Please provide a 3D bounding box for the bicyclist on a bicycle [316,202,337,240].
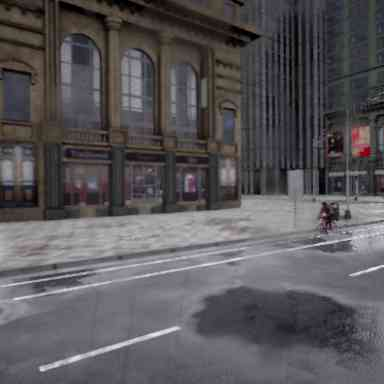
[{"bbox_3d":[5.915,1.247,14.594,1.656,1.620,0.582,-1,1,-36],"label":"bicyclist on a bicycle"}]
